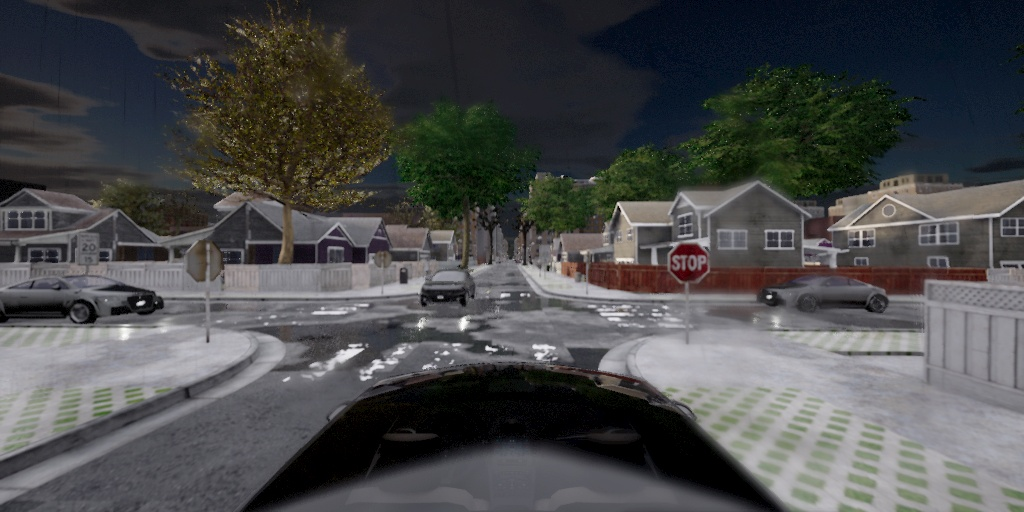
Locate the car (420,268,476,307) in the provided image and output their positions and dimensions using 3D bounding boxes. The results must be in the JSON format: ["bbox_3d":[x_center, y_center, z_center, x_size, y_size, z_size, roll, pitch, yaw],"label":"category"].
[{"bbox_3d":[-2.758,1.327,16.279,1.882,1.535,5.008,0,0,0],"label":"car"}]

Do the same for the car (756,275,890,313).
[{"bbox_3d":[12.291,1.469,14.349,4.181,1.385,1.994,0,0,0],"label":"car"}]

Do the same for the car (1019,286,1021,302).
[{"bbox_3d":[22.985,1.461,14.359,4.902,1.511,2.128,0,0,-1],"label":"car"}]

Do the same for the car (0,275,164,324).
[{"bbox_3d":[-13.773,1.311,11.378,4.181,1.385,1.994,0,0,0],"label":"car"}]
